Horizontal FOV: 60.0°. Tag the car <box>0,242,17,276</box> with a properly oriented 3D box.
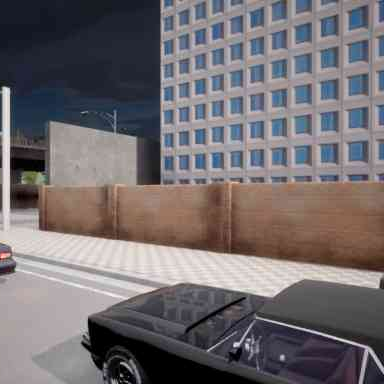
[{"bbox_3d":[-6.762,1.547,8.821,5.357,1.411,2.033,0,0,36],"label":"car"}]

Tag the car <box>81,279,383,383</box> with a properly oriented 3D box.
[{"bbox_3d":[1.042,1.601,3.242,4.718,1.301,1.895,0,0,36],"label":"car"}]
